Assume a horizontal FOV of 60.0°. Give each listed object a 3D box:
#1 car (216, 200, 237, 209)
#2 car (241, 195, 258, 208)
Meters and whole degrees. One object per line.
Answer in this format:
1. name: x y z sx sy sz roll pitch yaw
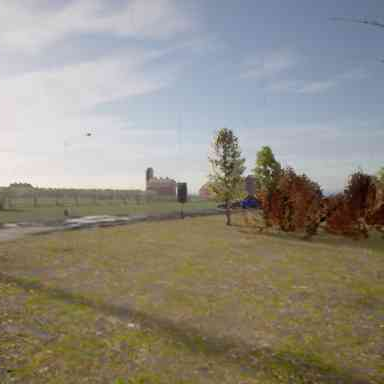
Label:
1. car: 5.664 1.847 51.626 2.033 1.411 5.357 -1 -1 31
2. car: 9.318 1.484 50.737 2.150 2.045 5.566 -1 -1 32
